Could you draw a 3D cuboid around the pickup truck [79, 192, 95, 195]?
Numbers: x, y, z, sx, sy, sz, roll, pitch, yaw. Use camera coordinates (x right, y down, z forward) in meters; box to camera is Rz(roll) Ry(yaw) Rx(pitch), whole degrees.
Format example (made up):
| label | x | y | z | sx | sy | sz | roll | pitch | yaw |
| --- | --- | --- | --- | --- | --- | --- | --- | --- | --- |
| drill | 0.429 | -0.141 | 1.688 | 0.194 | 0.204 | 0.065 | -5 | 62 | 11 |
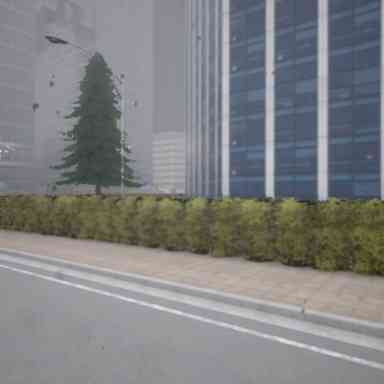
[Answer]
| label | x | y | z | sx | sy | sz | roll | pitch | yaw |
| --- | --- | --- | --- | --- | --- | --- | --- | --- | --- |
| pickup truck | -19.471 | 0.976 | 64.290 | 6.274 | 2.098 | 2.390 | 0 | 0 | -25 |
